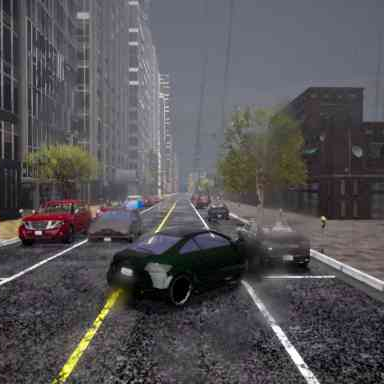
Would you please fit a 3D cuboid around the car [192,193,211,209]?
[{"bbox_3d":[1.522,1.301,44.383,2.192,1.841,5.009,-1,0,-2],"label":"car"}]

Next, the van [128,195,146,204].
[{"bbox_3d":[-6.707,1.329,38.636,1.690,1.788,3.998,-1,0,-2],"label":"van"}]

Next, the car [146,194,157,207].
[{"bbox_3d":[-7.003,1.298,49.701,2.192,1.841,5.009,-1,0,-2],"label":"car"}]

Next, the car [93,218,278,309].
[{"bbox_3d":[0.070,1.557,8.067,1.994,1.385,4.181,0,-1,43],"label":"car"}]

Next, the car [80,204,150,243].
[{"bbox_3d":[-3.501,1.542,16.181,2.033,1.411,5.357,0,0,-1],"label":"car"}]

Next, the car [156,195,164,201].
[{"bbox_3d":[-7.884,1.496,82.729,1.752,1.417,4.829,-1,0,-2],"label":"car"}]

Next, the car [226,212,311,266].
[{"bbox_3d":[2.543,1.548,11.192,2.008,1.369,4.403,-1,0,-2],"label":"car"}]

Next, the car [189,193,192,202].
[{"bbox_3d":[0.782,1.290,72.046,2.192,1.841,5.009,-1,0,-2],"label":"car"}]

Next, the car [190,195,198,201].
[{"bbox_3d":[0.490,1.537,83.111,1.947,1.339,4.313,-1,0,-2],"label":"car"}]

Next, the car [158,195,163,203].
[{"bbox_3d":[-7.444,1.522,66.300,1.887,1.381,4.507,-1,0,-2],"label":"car"}]

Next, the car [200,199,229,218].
[{"bbox_3d":[2.001,1.543,27.051,2.008,1.369,4.403,-1,0,-2],"label":"car"}]

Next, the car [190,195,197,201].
[{"bbox_3d":[0.342,1.551,88.643,1.802,1.307,4.206,-1,0,-2],"label":"car"}]

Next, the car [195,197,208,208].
[{"bbox_3d":[1.373,1.509,50.086,1.752,1.417,4.829,-1,0,-2],"label":"car"}]

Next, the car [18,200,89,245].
[{"bbox_3d":[-6.198,1.310,15.775,2.192,1.841,5.009,-1,0,-2],"label":"car"}]

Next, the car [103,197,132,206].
[{"bbox_3d":[-6.402,1.432,26.843,1.967,1.590,4.097,-1,0,-2],"label":"car"}]
